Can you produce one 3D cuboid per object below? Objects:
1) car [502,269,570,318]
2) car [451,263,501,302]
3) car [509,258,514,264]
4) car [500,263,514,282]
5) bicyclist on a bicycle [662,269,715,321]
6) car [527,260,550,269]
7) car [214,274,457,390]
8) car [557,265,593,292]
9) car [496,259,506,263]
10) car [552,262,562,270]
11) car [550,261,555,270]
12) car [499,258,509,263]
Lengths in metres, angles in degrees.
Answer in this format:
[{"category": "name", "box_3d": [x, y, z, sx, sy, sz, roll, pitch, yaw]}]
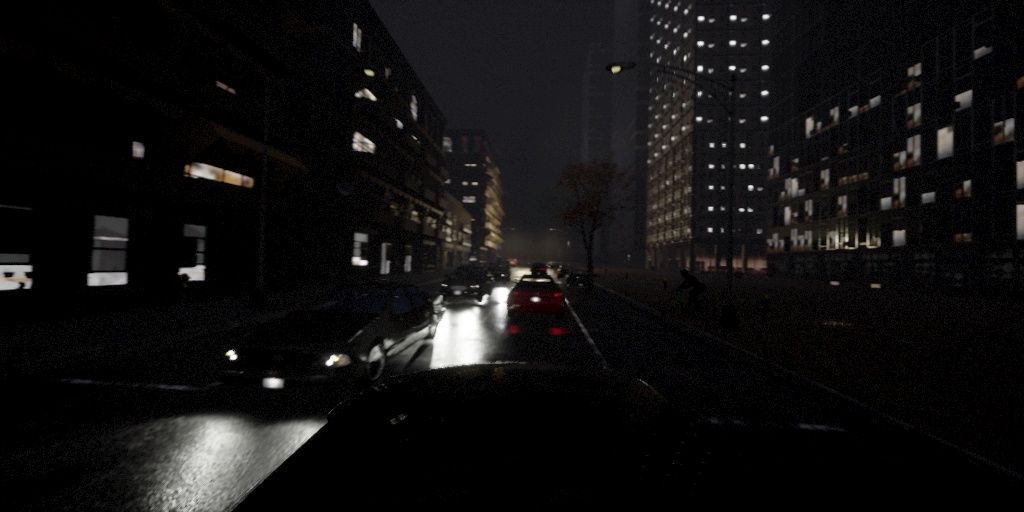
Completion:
[{"category": "car", "box_3d": [0.921, 1.387, 13.567, 1.994, 1.385, 4.181, 2, 0, 4]}, {"category": "car", "box_3d": [-2.012, 1.246, 17.058, 2.128, 1.511, 4.902, 2, 0, 5]}, {"category": "car", "box_3d": [-1.393, 1.263, 57.692, 2.192, 1.841, 5.009, 0, 0, 5]}, {"category": "car", "box_3d": [-1.192, 1.422, 27.303, 1.895, 1.301, 4.718, 2, 0, 5]}, {"category": "bicyclist on a bicycle", "box_3d": [5.576, 1.243, 11.312, 1.656, 1.620, 0.582, 2, 0, 5]}, {"category": "car", "box_3d": [2.907, 1.495, 38.979, 1.837, 1.490, 4.892, 2, 0, 5]}, {"category": "car", "box_3d": [-2.804, 1.238, 7.191, 2.033, 1.411, 5.357, 2, 0, 5]}, {"category": "car", "box_3d": [4.302, 1.512, 23.711, 2.007, 1.370, 4.403, 0, 0, 5]}, {"category": "car", "box_3d": [-2.279, 1.440, 46.588, 1.948, 1.339, 4.313, 0, 0, 5]}, {"category": "car", "box_3d": [5.187, 1.585, 34.815, 2.007, 1.370, 4.403, 0, 0, 5]}, {"category": "car", "box_3d": [6.086, 1.634, 46.089, 1.751, 1.417, 4.829, 0, 0, 5]}, {"category": "car", "box_3d": [-1.850, 1.437, 51.970, 1.751, 1.417, 4.829, 0, 0, 5]}]
